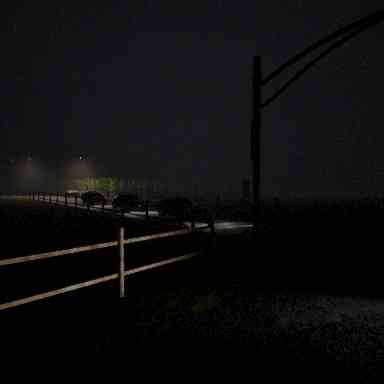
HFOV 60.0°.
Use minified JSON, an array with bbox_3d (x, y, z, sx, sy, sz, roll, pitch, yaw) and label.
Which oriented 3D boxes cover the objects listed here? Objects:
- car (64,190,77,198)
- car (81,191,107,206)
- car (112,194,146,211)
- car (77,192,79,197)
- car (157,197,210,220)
[{"bbox_3d":[-22.405,0.375,61.745,2.128,1.511,4.902,0,1,-35],"label":"car"},{"bbox_3d":[-11.737,0.815,40.026,1.812,1.442,4.674,0,1,-35],"label":"car"},{"bbox_3d":[-6.124,0.970,31.959,1.837,1.490,4.892,0,1,-35],"label":"car"},{"bbox_3d":[-16.188,0.549,52.840,1.882,1.535,5.008,0,1,-35],"label":"car"},{"bbox_3d":[-0.720,1.114,24.208,1.882,1.535,5.008,0,1,-35],"label":"car"}]
